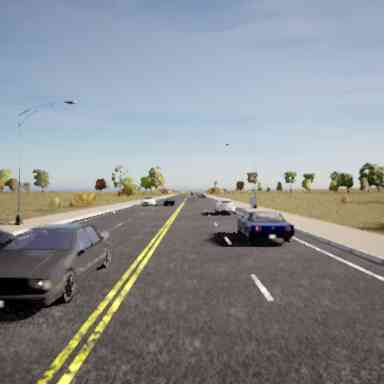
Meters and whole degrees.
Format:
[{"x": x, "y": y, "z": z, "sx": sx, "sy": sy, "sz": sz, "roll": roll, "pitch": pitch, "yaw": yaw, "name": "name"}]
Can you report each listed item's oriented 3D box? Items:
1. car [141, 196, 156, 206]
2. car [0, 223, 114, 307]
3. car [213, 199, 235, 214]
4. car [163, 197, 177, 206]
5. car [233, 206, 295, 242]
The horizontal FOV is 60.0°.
[{"x": -6.585, "y": 1.384, "z": 50.493, "sx": 1.812, "sy": 1.442, "sz": 4.674, "roll": 0, "pitch": 0, "yaw": 0, "name": "car"}, {"x": -3.353, "y": 1.524, "z": 8.356, "sx": 2.033, "sy": 1.411, "sz": 5.357, "roll": 0, "pitch": 0, "yaw": 0, "name": "car"}, {"x": 3.343, "y": 1.431, "z": 33.918, "sx": 1.812, "sy": 1.442, "sz": 4.674, "roll": 0, "pitch": 0, "yaw": 0, "name": "car"}, {"x": -3.335, "y": 1.459, "z": 50.650, "sx": 1.895, "sy": 1.301, "sz": 4.718, "roll": 0, "pitch": 0, "yaw": 0, "name": "car"}, {"x": 3.346, "y": 1.556, "z": 16.033, "sx": 1.895, "sy": 1.301, "sz": 4.718, "roll": 0, "pitch": 0, "yaw": 0, "name": "car"}]
